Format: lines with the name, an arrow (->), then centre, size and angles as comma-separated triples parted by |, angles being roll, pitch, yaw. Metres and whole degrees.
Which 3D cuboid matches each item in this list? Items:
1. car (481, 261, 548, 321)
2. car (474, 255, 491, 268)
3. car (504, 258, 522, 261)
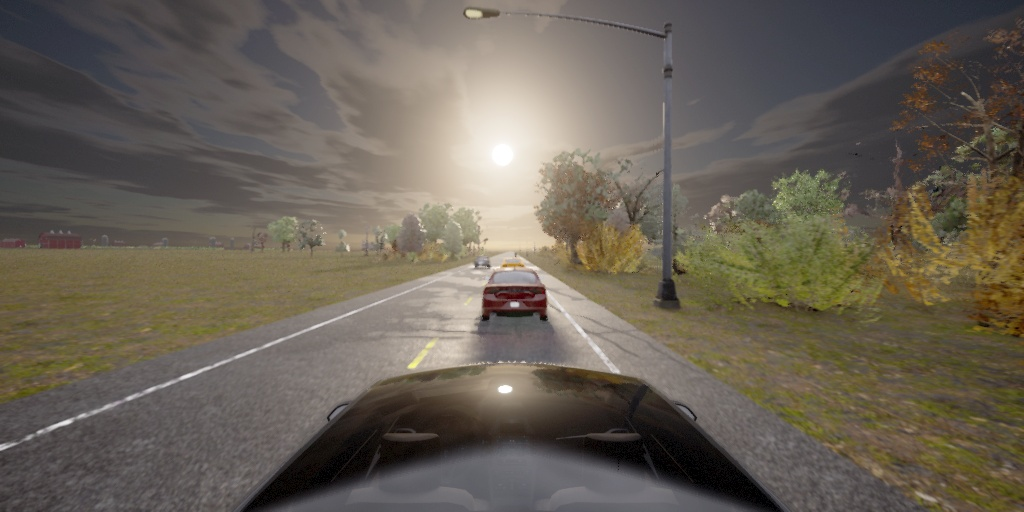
car -> 0.078, 1.094, 11.881 | 1.882, 1.535, 5.008 | 0, 1, 0
car -> -3.609, 0.673, 44.382 | 2.128, 1.511, 4.902 | 0, 1, 0
car -> 0.075, 0.867, 28.934 | 1.882, 1.535, 5.008 | 0, 1, 0
